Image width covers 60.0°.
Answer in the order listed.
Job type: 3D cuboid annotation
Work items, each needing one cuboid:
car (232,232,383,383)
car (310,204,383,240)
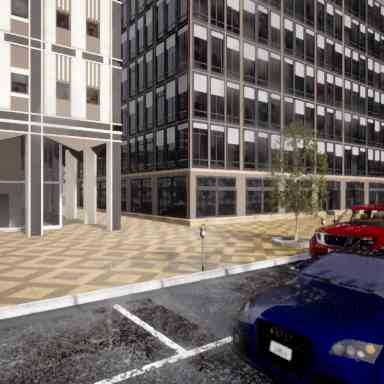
[{"bbox_3d":[2.590,1.565,4.845,4.181,1.385,1.994,0,0,-36],"label":"car"},{"bbox_3d":[5.874,1.316,10.578,5.009,1.841,2.192,0,0,-36],"label":"car"}]
